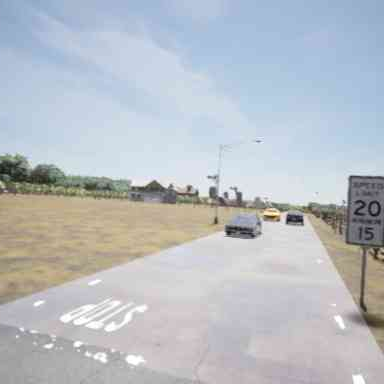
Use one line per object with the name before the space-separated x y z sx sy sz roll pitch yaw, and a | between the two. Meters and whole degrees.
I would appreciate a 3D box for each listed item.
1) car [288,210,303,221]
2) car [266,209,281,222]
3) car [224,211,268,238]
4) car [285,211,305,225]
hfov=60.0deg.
car | 15.463 3.463 49.462 1.994 1.385 4.181 3 -1 19
car | 10.151 2.871 42.108 1.882 1.535 5.008 4 -1 18
car | 3.564 2.129 22.149 2.033 1.411 5.357 4 -1 18
car | 11.775 2.902 38.022 1.882 1.535 5.008 3 -1 18
